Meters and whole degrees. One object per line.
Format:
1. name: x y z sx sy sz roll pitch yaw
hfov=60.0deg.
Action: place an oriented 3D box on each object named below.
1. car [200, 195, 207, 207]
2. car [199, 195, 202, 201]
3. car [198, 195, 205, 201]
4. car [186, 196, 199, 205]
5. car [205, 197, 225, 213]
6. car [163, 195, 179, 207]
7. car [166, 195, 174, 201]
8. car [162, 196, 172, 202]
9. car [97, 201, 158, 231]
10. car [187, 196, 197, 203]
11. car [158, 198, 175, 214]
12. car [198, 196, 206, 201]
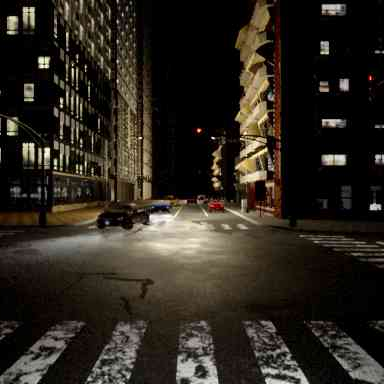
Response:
1. car: 2.615 1.567 50.134 2.008 1.369 4.403 0 0 0
2. car: 2.607 1.571 55.782 2.008 1.369 4.403 0 0 0
3. car: 2.554 1.491 89.674 1.967 1.590 4.097 0 0 0
4. car: 0.007 1.528 59.967 1.837 1.490 4.892 0 0 0
5. car: 2.685 1.591 37.216 1.802 1.307 4.206 0 0 0
6. car: -3.126 1.495 52.283 1.882 1.535 5.008 0 0 0
7. car: -5.827 1.595 89.661 1.887 1.381 4.507 0 0 0
8. car: -5.809 1.589 78.363 2.008 1.369 4.403 0 0 0
9. car: -4.102 1.472 20.734 2.128 1.511 4.902 0 0 14
10. car: -0.021 1.594 70.278 1.994 1.385 4.181 0 0 0
11. car: -3.149 1.609 35.160 1.895 1.301 4.718 0 0 0
12. car: 2.563 1.626 84.025 1.802 1.307 4.206 0 0 0
